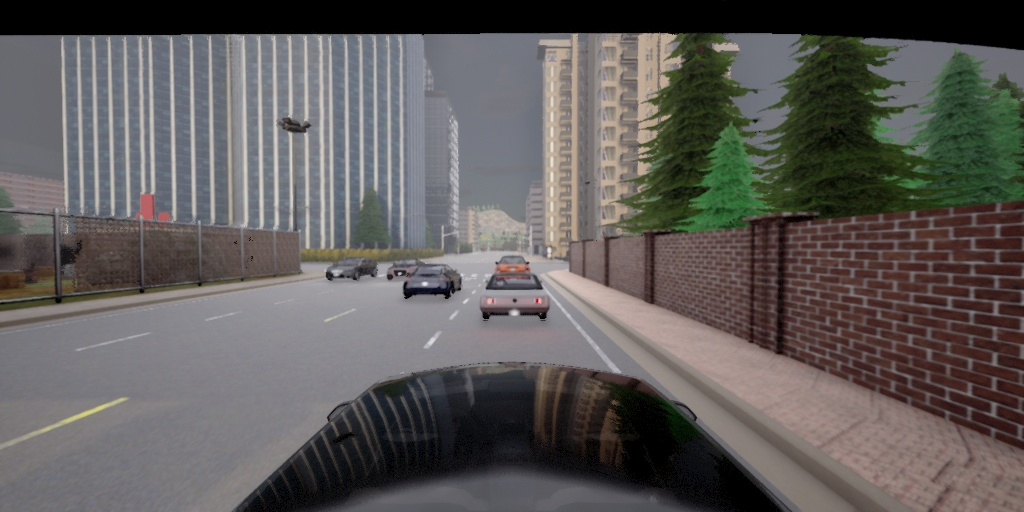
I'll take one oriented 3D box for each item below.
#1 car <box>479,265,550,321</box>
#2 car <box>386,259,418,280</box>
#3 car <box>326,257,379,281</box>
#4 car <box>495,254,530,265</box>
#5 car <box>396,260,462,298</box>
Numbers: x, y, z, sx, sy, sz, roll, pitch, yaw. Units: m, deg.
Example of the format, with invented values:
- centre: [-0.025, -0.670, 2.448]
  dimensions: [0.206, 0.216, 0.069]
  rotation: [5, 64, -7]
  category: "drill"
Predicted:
- centre: [0.066, 1.160, 11.567]
  dimensions: [1.895, 1.301, 4.718]
  rotation: [0, 1, 0]
  category: "car"
- centre: [-7.079, 0.892, 24.592]
  dimensions: [1.994, 1.385, 4.181]
  rotation: [0, 1, 0]
  category: "car"
- centre: [-10.581, 0.817, 24.057]
  dimensions: [2.128, 1.511, 4.902]
  rotation: [0, 1, 0]
  category: "car"
- centre: [0.028, 0.716, 21.649]
  dimensions: [2.097, 1.767, 4.553]
  rotation: [0, 1, 0]
  category: "car"
- centre: [-3.451, 1.035, 16.193]
  dimensions: [1.994, 1.385, 4.181]
  rotation: [0, 1, 0]
  category: "car"
